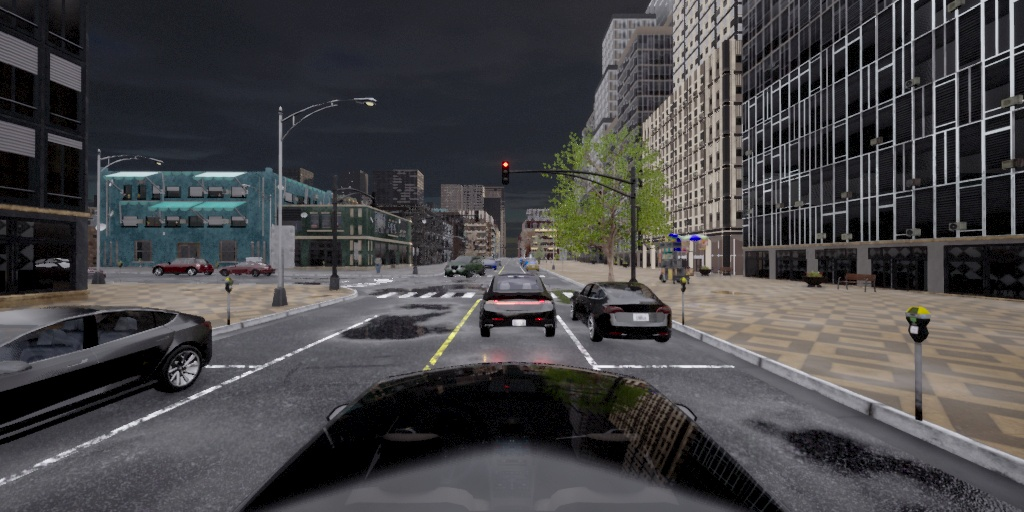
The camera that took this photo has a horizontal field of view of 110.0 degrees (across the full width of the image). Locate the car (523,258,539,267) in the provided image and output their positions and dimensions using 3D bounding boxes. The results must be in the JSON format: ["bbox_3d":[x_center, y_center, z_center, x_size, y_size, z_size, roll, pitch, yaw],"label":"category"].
[{"bbox_3d":[2.712,1.280,47.771,1.751,1.417,4.829,0,0,0],"label":"car"}]

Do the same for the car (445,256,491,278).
[{"bbox_3d":[-4.242,0.975,33.794,2.150,2.045,5.566,1,0,16],"label":"car"}]

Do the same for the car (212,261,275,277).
[{"bbox_3d":[-22.807,1.091,30.973,4.207,1.307,1.802,0,0,-1],"label":"car"}]

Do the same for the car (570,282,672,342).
[{"bbox_3d":[2.694,1.316,9.572,1.948,1.339,4.313,0,0,0],"label":"car"}]

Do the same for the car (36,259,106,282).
[{"bbox_3d":[-28.241,0.981,22.519,4.207,1.307,1.802,0,0,-1],"label":"car"}]

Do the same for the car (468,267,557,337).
[{"bbox_3d":[0.115,1.242,10.243,2.128,1.511,4.902,0,0,-1],"label":"car"}]

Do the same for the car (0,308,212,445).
[{"bbox_3d":[-5.689,1.316,4.036,1.948,1.339,4.313,0,0,0],"label":"car"}]

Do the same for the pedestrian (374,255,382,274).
[{"bbox_3d":[-12.734,0.790,34.060,0.375,1.860,0.375,0,-1,-1],"label":"pedestrian"}]

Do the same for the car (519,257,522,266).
[{"bbox_3d":[2.720,1.307,64.255,2.007,1.370,4.403,0,0,0],"label":"car"}]

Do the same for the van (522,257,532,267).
[{"bbox_3d":[2.715,1.096,53.153,1.690,1.789,3.998,0,0,0],"label":"van"}]

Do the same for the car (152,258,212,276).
[{"bbox_3d":[-28.355,0.881,30.898,4.097,1.591,1.967,0,0,-1],"label":"car"}]

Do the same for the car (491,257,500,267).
[{"bbox_3d":[-3.072,1.232,50.161,1.882,1.535,5.008,0,0,0],"label":"car"}]
